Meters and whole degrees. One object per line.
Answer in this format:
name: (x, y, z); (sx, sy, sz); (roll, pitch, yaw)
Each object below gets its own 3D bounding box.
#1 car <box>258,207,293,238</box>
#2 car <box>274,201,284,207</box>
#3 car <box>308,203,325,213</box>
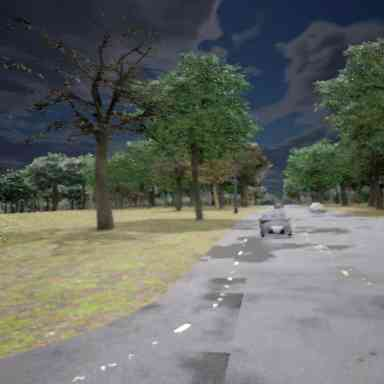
car: (5.361, 2.009, 21.504); (2.128, 1.511, 4.902); (-3, -2, 12)
car: (19.823, 3.191, 75.759); (1.994, 1.385, 4.181); (-4, -2, 19)
car: (18.375, 2.324, 49.178); (1.812, 1.442, 4.674); (-3, -2, 12)
